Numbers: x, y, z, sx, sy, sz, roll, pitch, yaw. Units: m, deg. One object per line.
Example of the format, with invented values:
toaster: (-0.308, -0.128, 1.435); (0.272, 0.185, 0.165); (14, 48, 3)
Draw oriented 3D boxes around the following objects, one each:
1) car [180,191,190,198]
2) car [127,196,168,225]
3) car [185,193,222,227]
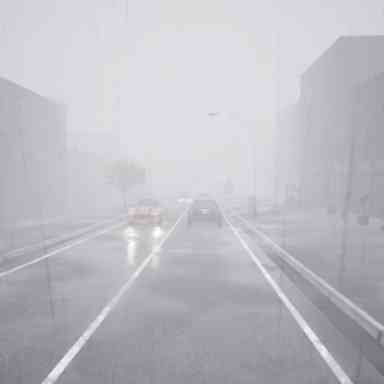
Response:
car: (-1.264, 0.508, 63.130); (1.895, 1.301, 4.718); (0, 1, 3)
car: (-2.858, 1.167, 22.125); (2.097, 1.767, 4.553); (0, 1, 2)
car: (0.834, 1.190, 21.828); (2.097, 1.767, 4.553); (0, 1, 2)
